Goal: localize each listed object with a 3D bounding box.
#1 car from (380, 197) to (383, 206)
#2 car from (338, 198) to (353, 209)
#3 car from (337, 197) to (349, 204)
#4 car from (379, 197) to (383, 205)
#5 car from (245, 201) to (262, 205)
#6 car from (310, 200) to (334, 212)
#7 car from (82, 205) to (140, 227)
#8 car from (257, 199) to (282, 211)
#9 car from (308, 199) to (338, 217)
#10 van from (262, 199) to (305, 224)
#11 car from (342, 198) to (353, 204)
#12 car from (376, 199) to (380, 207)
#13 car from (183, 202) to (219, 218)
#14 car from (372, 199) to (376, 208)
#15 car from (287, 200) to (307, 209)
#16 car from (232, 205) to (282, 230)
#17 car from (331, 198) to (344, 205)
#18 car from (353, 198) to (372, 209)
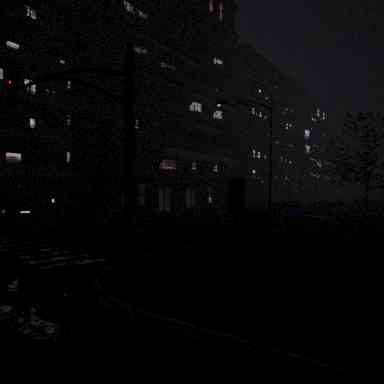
[{"bbox_3d":[37.226,2.252,67.681,1.887,1.381,4.507,1,0,36],"label":"car"},{"bbox_3d":[24.071,2.064,54.235,2.033,1.411,5.357,1,0,37],"label":"car"},{"bbox_3d":[37.064,2.094,81.569,1.967,1.590,4.097,1,0,36],"label":"car"},{"bbox_3d":[47.089,2.151,81.036,2.192,1.841,5.009,1,0,36],"label":"car"},{"bbox_3d":[7.483,1.839,41.505,1.802,1.307,4.206,1,0,36],"label":"car"},{"bbox_3d":[18.097,1.913,46.121,1.882,1.535,5.008,1,0,36],"label":"car"},{"bbox_3d":[-5.664,1.626,23.699,2.008,1.369,4.403,1,0,36],"label":"car"},{"bbox_3d":[10.771,1.743,45.957,1.967,1.590,4.097,1,0,36],"label":"car"},{"bbox_3d":[14.221,1.837,36.522,1.967,1.590,4.097,1,0,36],"label":"car"},{"bbox_3d":[7.648,1.647,27.618,1.690,1.788,3.998,1,0,36],"label":"van"},{"bbox_3d":[40.249,2.220,85.883,1.752,1.417,4.829,1,0,36],"label":"car"},{"bbox_3d":[33.940,2.104,63.230,1.967,1.590,4.097,1,0,36],"label":"car"},{"bbox_3d":[0.910,1.711,32.602,1.887,1.381,4.507,1,0,36],"label":"car"},{"bbox_3d":[30.652,2.202,58.778,1.802,1.307,4.206,1,0,36],"label":"car"},{"bbox_3d":[17.342,1.974,54.860,1.802,1.307,4.206,1,0,36],"label":"car"},{"bbox_3d":[4.359,1.826,23.167,1.947,1.339,4.313,1,0,36],"label":"car"},{"bbox_3d":[33.776,2.176,77.117,1.947,1.339,4.313,1,0,36],"label":"car"},{"bbox_3d":[27.368,1.891,54.328,2.192,1.841,5.009,1,0,36],"label":"car"}]
